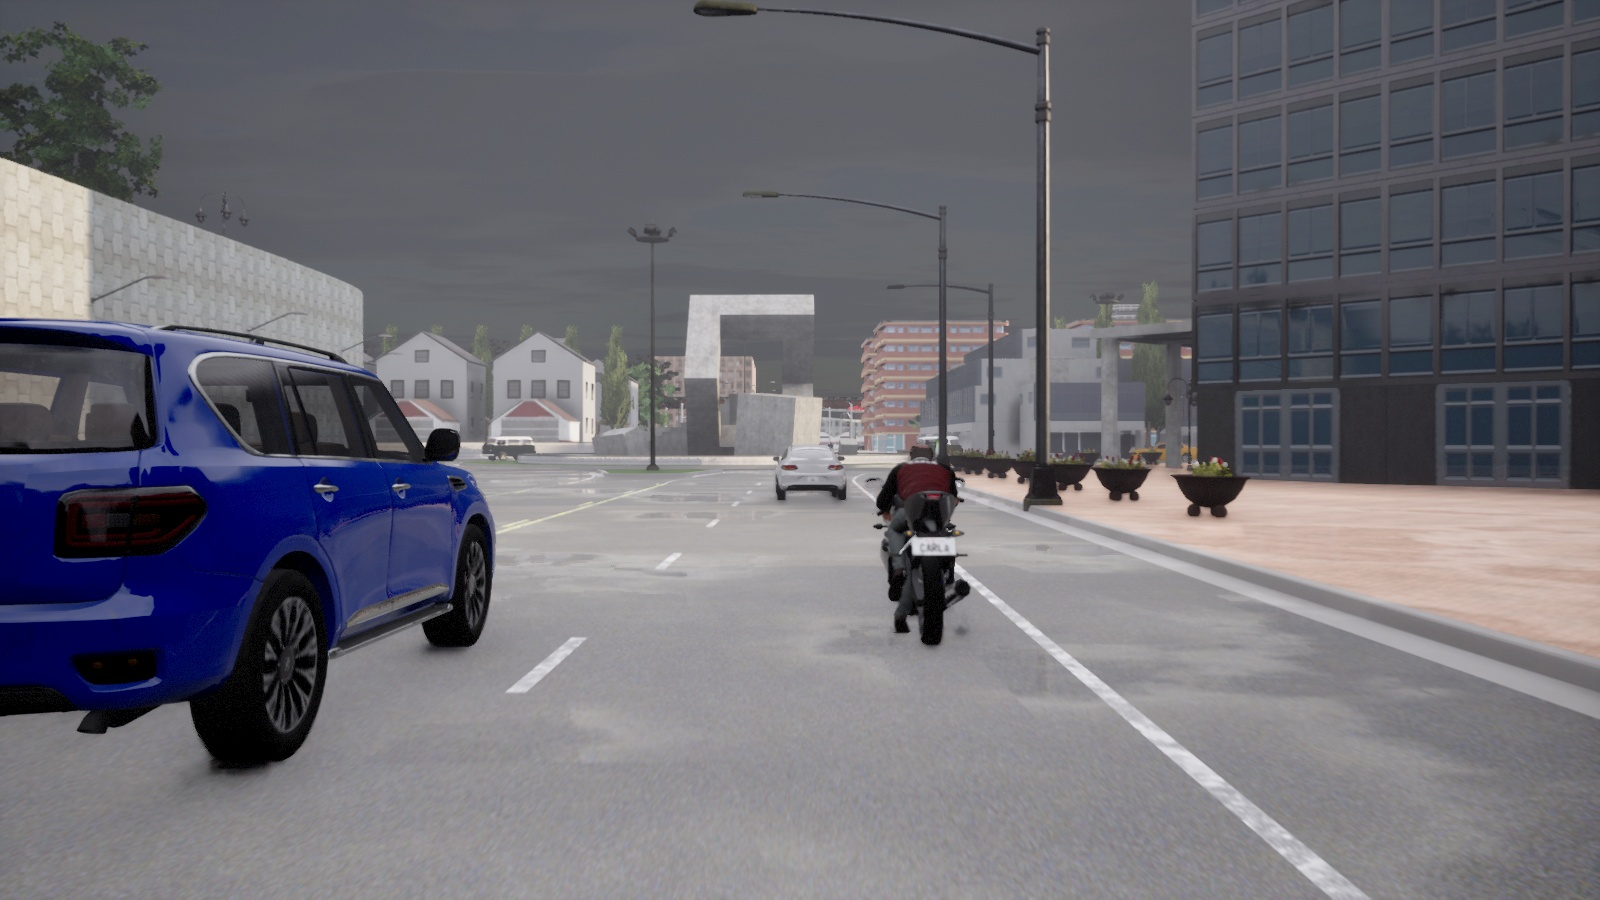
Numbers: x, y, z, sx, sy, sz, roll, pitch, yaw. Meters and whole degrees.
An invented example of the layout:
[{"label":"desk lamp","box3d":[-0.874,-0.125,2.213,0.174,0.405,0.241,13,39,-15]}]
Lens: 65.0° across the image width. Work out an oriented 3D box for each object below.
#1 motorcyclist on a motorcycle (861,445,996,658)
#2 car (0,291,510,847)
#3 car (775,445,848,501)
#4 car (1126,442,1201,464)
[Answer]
[{"label":"motorcyclist on a motorcycle","box3d":[0.978,0.724,10.124,0.866,1.530,2.191,0,0,0]},{"label":"car","box3d":[-3.436,0.420,7.405,2.150,2.045,5.566,0,0,0]},{"label":"car","box3d":[0.255,0.575,34.334,1.812,1.442,4.674,0,0,-2]},{"label":"car","box3d":[26.393,0.221,91.287,5.008,1.535,1.882,0,0,10]}]
